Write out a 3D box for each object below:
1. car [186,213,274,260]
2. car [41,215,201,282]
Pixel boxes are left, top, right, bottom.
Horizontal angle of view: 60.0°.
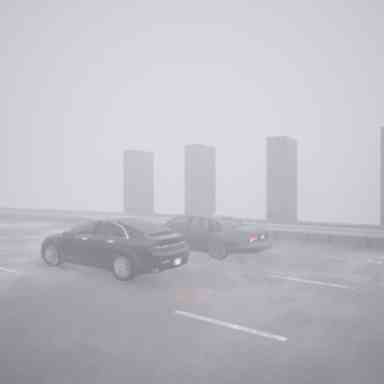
[{"bbox_3d":[0.199,1.500,12.173,5.357,1.411,2.033,0,0,34],"label":"car"},{"bbox_3d":[-2.383,1.465,9.658,4.892,1.490,1.837,1,0,33],"label":"car"}]
